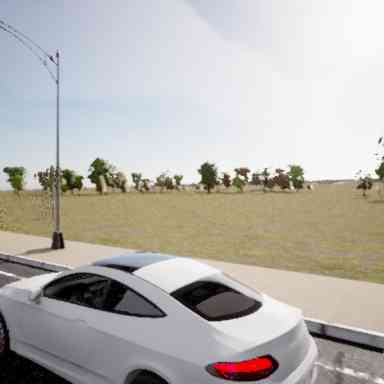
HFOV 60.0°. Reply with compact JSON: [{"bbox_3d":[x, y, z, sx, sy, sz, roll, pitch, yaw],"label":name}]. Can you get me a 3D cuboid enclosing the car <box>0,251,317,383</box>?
[{"bbox_3d":[-0.870,1.532,4.310,4.674,1.442,1.812,0,0,36],"label":"car"}]
